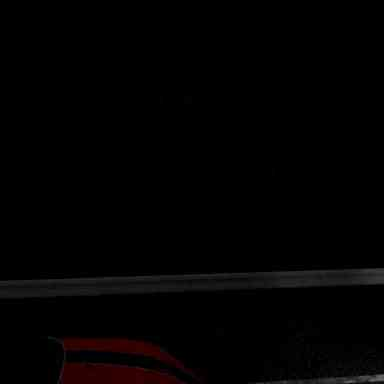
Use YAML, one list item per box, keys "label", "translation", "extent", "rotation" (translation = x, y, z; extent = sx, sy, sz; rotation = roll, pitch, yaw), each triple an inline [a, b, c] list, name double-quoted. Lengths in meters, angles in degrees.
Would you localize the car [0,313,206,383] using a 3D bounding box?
- label: "car"
  translation: [-1.890, 1.352, 1.623]
  extent: [4.553, 1.767, 2.097]
  rotation: [0, 0, -6]
